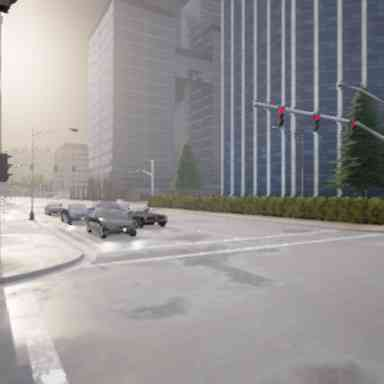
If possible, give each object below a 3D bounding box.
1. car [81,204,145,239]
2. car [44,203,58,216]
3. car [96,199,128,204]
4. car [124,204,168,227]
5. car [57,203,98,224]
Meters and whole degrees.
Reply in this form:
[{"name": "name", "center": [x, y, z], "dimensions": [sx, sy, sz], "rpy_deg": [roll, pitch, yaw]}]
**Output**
[{"name": "car", "center": [-4.596, 1.658, 18.752], "dimensions": [1.837, 1.490, 4.892], "rpy_deg": [0, 0, -30]}, {"name": "car", "center": [-14.727, 1.840, 36.030], "dimensions": [1.895, 1.301, 4.718], "rpy_deg": [0, 0, -30]}, {"name": "car", "center": [-8.042, 1.576, 31.521], "dimensions": [2.097, 1.767, 4.553], "rpy_deg": [0, 0, -30]}, {"name": "car", "center": [-3.470, 1.787, 23.734], "dimensions": [1.895, 1.301, 4.718], "rpy_deg": [0, 0, -30]}, {"name": "car", "center": [-9.280, 1.718, 26.708], "dimensions": [1.812, 1.442, 4.674], "rpy_deg": [0, 0, -30]}]
